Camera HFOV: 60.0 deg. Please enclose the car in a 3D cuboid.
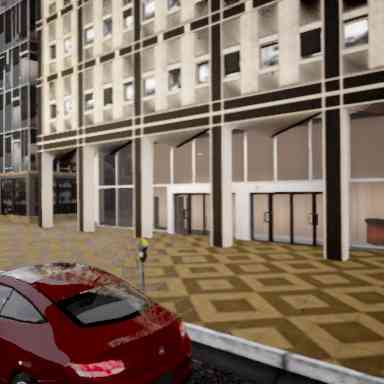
[{"bbox_3d":[-1.943,1.584,4.267,4.206,1.307,1.802,0,-1,35],"label":"car"}]
